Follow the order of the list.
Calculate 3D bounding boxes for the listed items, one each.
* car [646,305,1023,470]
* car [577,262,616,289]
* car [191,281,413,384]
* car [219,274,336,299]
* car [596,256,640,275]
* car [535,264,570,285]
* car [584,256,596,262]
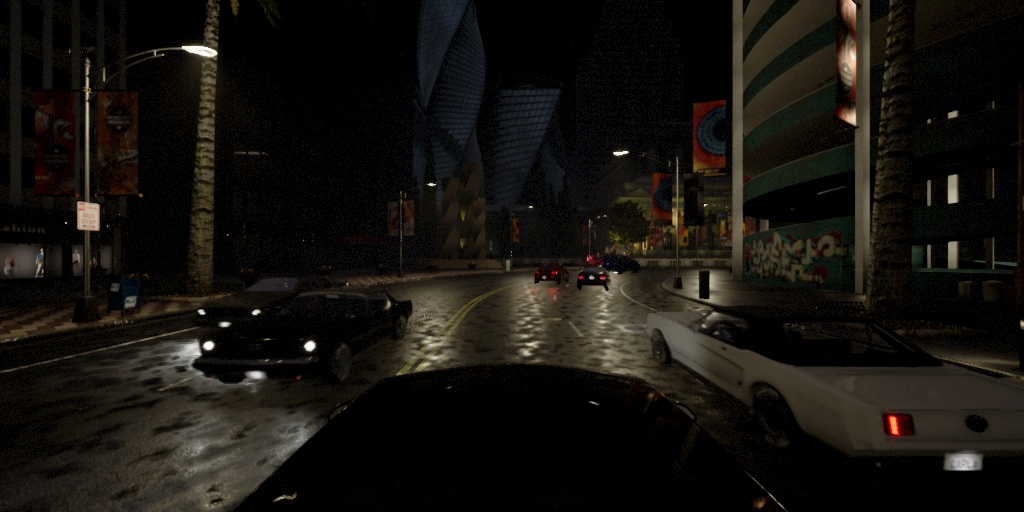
[{"bbox_3d":[3.597,1.351,5.074,1.895,1.301,4.718,0,0,0],"label":"car"},{"bbox_3d":[5.337,1.302,22.966,2.033,1.411,5.357,0,0,18],"label":"car"},{"bbox_3d":[-3.547,1.352,7.207,1.895,1.301,4.718,0,0,1],"label":"car"},{"bbox_3d":[-6.989,1.299,11.444,2.033,1.411,5.357,0,0,1],"label":"car"},{"bbox_3d":[11.971,0.977,39.511,5.566,2.045,2.150,0,0,-44],"label":"car"},{"bbox_3d":[3.014,1.281,26.359,1.812,1.442,4.674,0,0,20],"label":"car"},{"bbox_3d":[12.100,0.977,49.039,5.566,2.045,2.150,0,0,-35],"label":"car"}]
